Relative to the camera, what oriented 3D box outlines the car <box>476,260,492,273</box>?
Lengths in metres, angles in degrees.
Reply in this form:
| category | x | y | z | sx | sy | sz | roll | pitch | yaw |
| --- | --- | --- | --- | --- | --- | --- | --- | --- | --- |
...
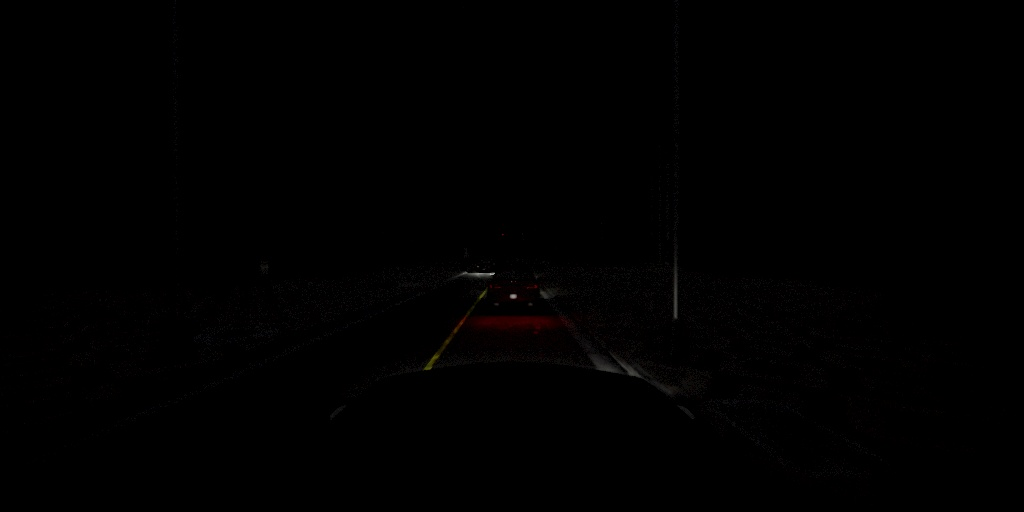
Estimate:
| category | x | y | z | sx | sy | sz | roll | pitch | yaw |
| --- | --- | --- | --- | --- | --- | --- | --- | --- | --- |
| car | -3.075 | 1.178 | 41.945 | 1.812 | 1.442 | 4.674 | 0 | 0 | 0 |

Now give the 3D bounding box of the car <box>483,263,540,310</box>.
| category | x | y | z | sx | sy | sz | roll | pitch | yaw |
| --- | --- | --- | --- | --- | --- | --- | --- | --- | --- |
| car | 0.075 | 1.201 | 14.421 | 1.882 | 1.535 | 5.008 | 0 | 0 | 1 |
